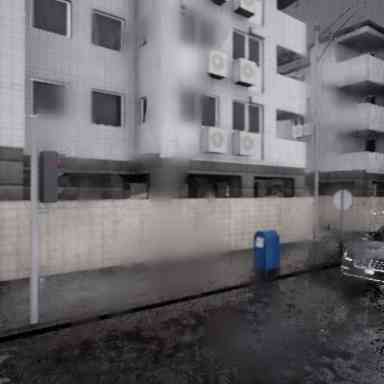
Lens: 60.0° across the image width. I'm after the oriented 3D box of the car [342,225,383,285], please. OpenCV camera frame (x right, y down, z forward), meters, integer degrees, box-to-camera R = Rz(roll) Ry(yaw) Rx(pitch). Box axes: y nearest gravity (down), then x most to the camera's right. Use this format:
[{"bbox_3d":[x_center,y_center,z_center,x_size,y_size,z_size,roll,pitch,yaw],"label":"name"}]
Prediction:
[{"bbox_3d":[5.931,1.532,8.821,4.892,1.490,1.837,0,0,-35],"label":"car"}]
